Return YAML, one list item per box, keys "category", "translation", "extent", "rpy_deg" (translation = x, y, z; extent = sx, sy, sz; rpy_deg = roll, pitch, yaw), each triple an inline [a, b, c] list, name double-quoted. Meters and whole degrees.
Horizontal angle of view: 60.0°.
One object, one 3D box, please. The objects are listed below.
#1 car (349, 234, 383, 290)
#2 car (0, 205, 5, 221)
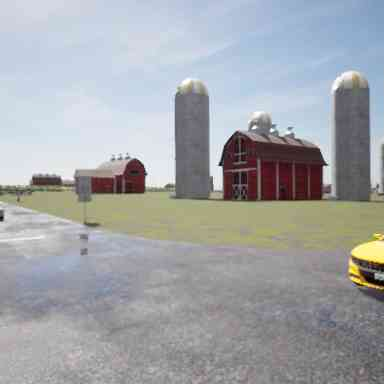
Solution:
- category: "car"
  translation: [5.842, 1.487, 8.162]
  extent: [5.008, 1.535, 1.882]
  rpy_deg: [1, -1, -36]
- category: "car"
  translation: [-14.568, 1.328, 23.620]
  extent: [1.895, 1.301, 4.718]
  rpy_deg: [-1, 1, -36]
